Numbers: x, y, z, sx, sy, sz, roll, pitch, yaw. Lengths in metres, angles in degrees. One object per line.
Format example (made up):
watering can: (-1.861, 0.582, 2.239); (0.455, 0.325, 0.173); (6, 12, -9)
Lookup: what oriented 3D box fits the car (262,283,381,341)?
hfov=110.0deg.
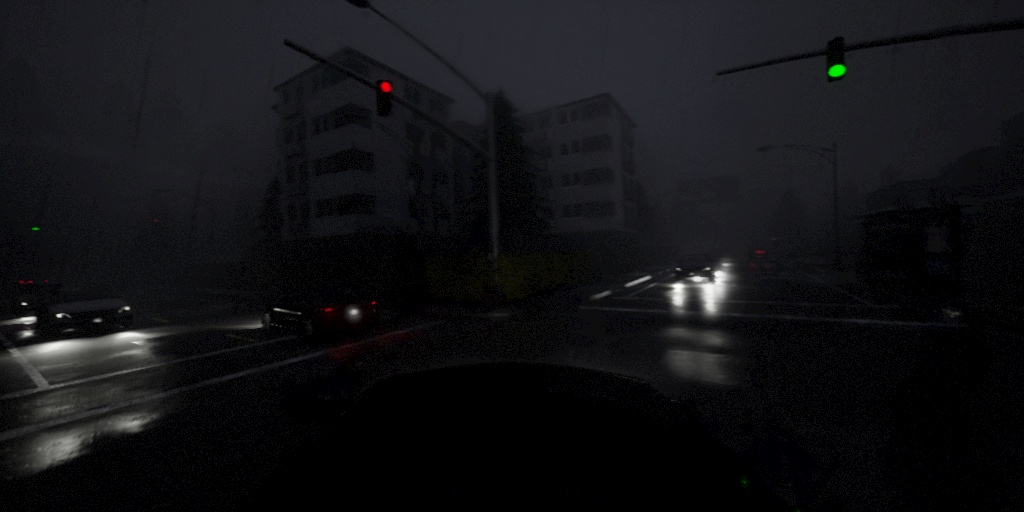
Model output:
car: (-5.909, 1.550, 10.973); (4.181, 1.385, 1.994); (-2, 1, 37)

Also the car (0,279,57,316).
car: (-24.126, 2.136, 18.398); (5.357, 1.411, 2.033); (-2, 1, 33)

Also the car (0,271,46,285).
car: (-41.767, 2.357, 29.057); (5.566, 2.045, 2.150); (-2, 0, -15)

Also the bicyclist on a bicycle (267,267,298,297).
bicyclist on a bicycle: (-12.809, 1.441, 20.043); (0.582, 1.620, 1.656); (-2, 1, 32)

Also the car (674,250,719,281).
car: (10.613, 0.592, 20.649); (1.812, 1.442, 4.674); (-2, 1, 33)

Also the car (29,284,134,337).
car: (-15.276, 1.844, 12.761); (4.674, 1.442, 1.812); (-2, 1, 33)

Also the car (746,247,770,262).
car: (25.713, -0.213, 37.479); (2.128, 1.511, 4.902); (-2, 1, 32)

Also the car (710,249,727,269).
car: (16.011, 0.363, 29.104); (1.895, 1.301, 4.718); (-2, 1, 33)

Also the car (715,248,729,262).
car: (21.661, -0.051, 37.895); (1.837, 1.490, 4.892); (-2, 1, 33)
